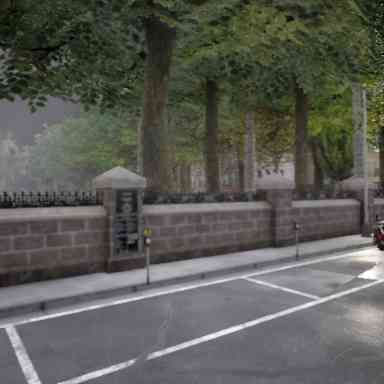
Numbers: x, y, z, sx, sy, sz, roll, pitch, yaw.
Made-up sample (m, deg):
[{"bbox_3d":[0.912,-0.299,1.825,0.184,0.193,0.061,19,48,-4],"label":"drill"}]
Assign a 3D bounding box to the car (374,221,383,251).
[{"bbox_3d":[9.198,1.352,13.089,5.009,1.841,2.192,0,-1,-36],"label":"car"}]
